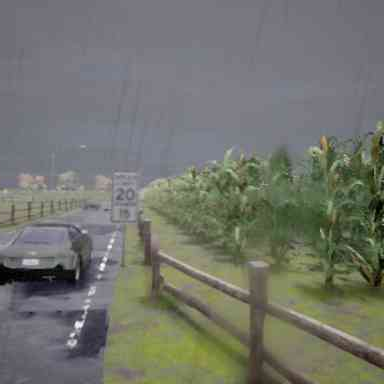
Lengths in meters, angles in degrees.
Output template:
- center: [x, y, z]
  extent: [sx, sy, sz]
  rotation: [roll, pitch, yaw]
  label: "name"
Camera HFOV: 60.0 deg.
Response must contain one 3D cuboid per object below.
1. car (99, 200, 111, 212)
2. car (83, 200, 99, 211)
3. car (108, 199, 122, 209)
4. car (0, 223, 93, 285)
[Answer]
- center: [-9.721, 1.738, 40.633]
  extent: [2.033, 1.411, 5.357]
  rotation: [2, -1, -10]
  label: "car"
- center: [-13.130, 1.731, 43.628]
  extent: [1.895, 1.301, 4.718]
  rotation: [2, -1, -10]
  label: "car"
- center: [-11.574, 1.847, 50.332]
  extent: [1.895, 1.301, 4.718]
  rotation: [2, -1, -10]
  label: "car"
- center: [-4.031, 1.575, 9.545]
  extent: [1.994, 1.385, 4.181]
  rotation: [2, -1, -10]
  label: "car"
